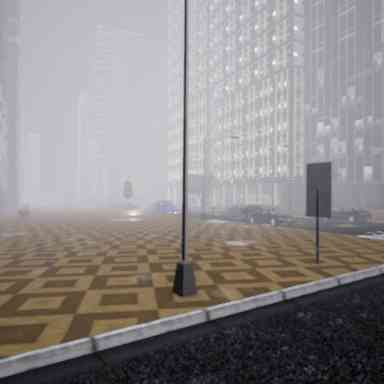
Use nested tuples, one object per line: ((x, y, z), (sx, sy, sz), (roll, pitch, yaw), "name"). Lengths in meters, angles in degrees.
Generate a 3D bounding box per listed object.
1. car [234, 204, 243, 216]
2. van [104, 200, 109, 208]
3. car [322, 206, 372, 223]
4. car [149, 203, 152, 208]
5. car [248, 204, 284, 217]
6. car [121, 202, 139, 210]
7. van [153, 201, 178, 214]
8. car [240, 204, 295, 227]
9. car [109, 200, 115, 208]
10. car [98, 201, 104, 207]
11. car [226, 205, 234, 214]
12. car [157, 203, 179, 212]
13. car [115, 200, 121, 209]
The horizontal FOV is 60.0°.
((6.392, 1.924, 31.205), (1.882, 1.535, 5.008), (1, -1, -26), "car")
((-18.369, 2.745, 76.550), (1.690, 1.788, 3.998), (-1, -1, -26), "van")
((13.614, 1.963, 29.529), (2.008, 1.369, 4.403), (-1, -1, -26), "car")
((-8.375, 2.948, 75.121), (1.802, 1.307, 4.206), (-1, -1, -26), "car")
((8.728, 2.184, 39.661), (1.947, 1.339, 4.313), (-1, -1, -26), "car")
((-11.037, 2.626, 61.351), (2.008, 1.369, 4.403), (-1, -1, -26), "car")
((-3.710, 2.095, 46.157), (1.690, 1.788, 3.998), (-1, -1, -26), "van")
((6.067, 1.890, 25.890), (2.008, 1.369, 4.403), (0, -1, -26), "car")
((-15.923, 2.838, 71.482), (1.887, 1.381, 4.507), (-1, -1, -26), "car")
((-23.253, 3.170, 86.678), (1.887, 1.381, 4.507), (-1, -1, -26), "car")
((6.285, 2.288, 44.727), (1.947, 1.339, 4.313), (-1, -1, -26), "car")
((-3.837, 2.452, 52.540), (1.994, 1.385, 4.181), (1, -1, -25), "car")
((-13.407, 2.706, 66.264), (1.752, 1.417, 4.829), (-1, -1, -26), "car")
